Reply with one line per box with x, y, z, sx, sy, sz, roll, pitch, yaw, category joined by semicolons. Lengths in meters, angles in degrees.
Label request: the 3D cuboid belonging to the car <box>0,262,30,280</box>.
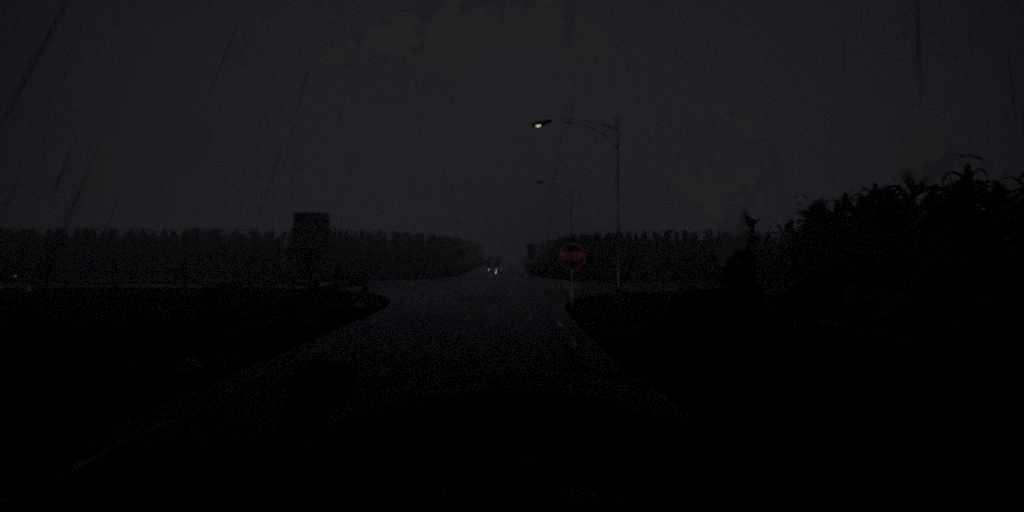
-32.369;0.937;21.630;4.892;1.490;1.837;1;0;1;car

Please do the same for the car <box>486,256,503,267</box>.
-2.825;0.831;54.233;2.128;1.511;4.902;0;0;0;car
